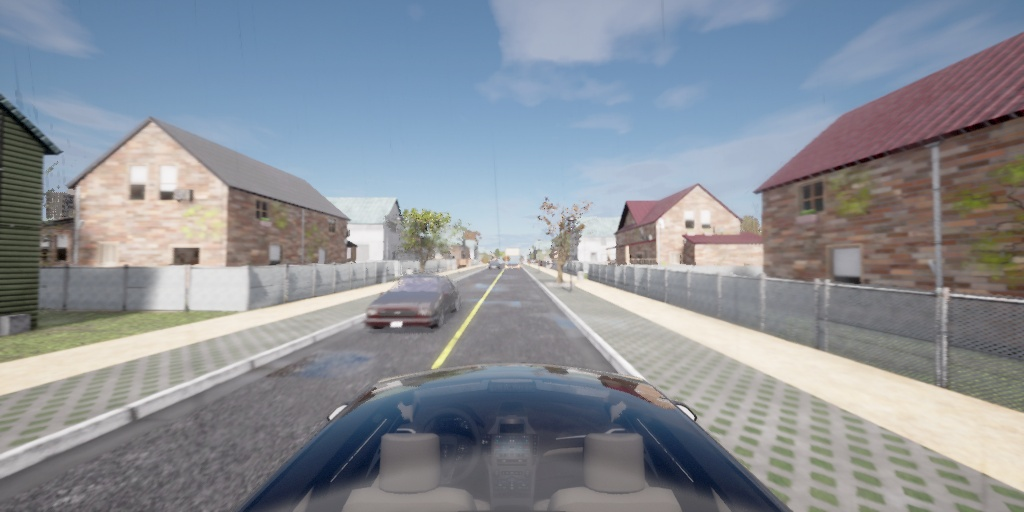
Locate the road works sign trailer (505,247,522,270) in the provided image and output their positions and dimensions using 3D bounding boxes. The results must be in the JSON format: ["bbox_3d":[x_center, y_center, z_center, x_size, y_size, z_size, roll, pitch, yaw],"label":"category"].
[{"bbox_3d":[0.057,0.421,56.171,2.380,3.560,2.880,0,0,0],"label":"road works sign trailer"}]

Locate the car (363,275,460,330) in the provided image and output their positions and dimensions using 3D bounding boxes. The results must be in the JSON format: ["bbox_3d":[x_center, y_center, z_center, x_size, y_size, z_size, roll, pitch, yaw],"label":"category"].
[{"bbox_3d":[-2.839,1.311,11.496,2.033,1.411,5.357,0,0,0],"label":"car"}]

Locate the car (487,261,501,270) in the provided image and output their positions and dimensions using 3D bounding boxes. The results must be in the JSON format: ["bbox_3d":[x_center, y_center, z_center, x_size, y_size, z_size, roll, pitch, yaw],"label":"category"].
[{"bbox_3d":[-2.749,1.498,56.923,1.812,1.442,4.674,0,0,1],"label":"car"}]
